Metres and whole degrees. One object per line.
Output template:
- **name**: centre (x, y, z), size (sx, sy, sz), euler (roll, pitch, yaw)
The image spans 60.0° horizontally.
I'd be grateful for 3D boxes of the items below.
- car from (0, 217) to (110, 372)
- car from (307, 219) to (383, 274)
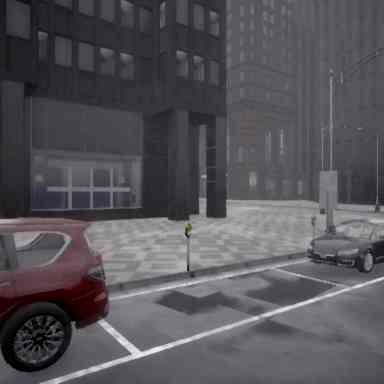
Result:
- **car**: centre (-3.541, 1.314, 4.121), size (5.009, 1.841, 2.192), euler (0, 0, -36)
- **car**: centre (5.435, 1.551, 10.524), size (4.403, 1.369, 2.008), euler (0, 0, -36)
